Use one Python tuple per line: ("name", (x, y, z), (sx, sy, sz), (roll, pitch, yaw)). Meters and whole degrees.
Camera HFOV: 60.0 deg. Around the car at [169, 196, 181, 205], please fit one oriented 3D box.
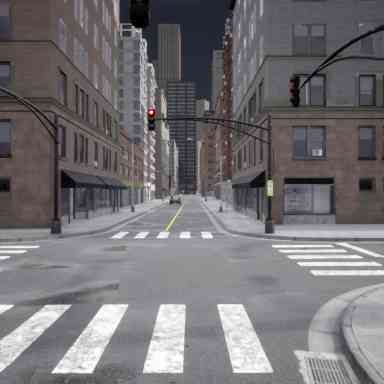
("car", (-2.979, 1.457, 59.658), (1.882, 1.535, 5.008), (0, 0, 0))
